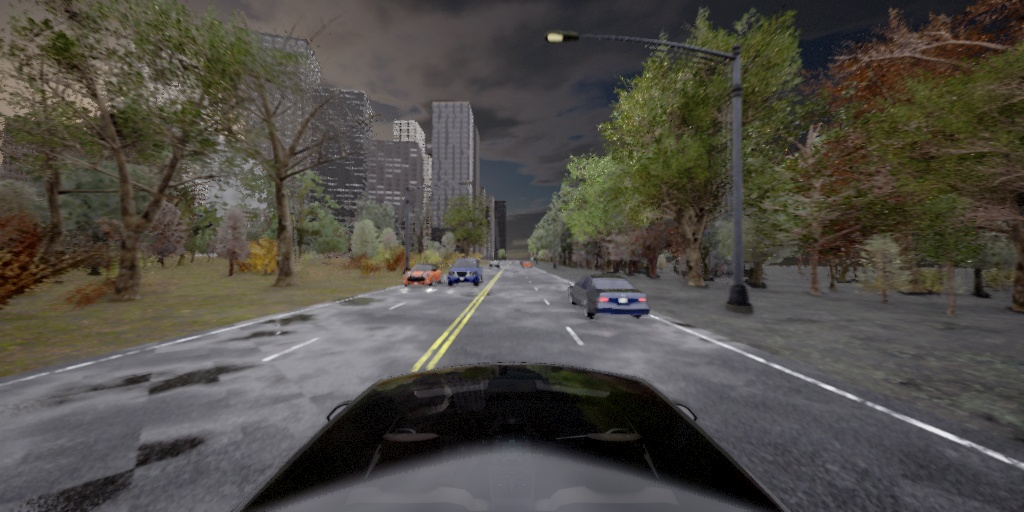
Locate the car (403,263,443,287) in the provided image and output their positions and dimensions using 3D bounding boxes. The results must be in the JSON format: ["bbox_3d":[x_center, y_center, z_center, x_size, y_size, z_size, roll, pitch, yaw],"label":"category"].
[{"bbox_3d":[-6.631,1.339,27.005,2.097,1.767,4.553,0,0,0],"label":"car"}]

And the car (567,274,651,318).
[{"bbox_3d":[3.352,1.374,13.352,2.033,1.411,5.357,1,0,0],"label":"car"}]

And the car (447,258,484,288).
[{"bbox_3d":[-3.385,1.199,26.910,2.150,2.045,5.566,0,0,0],"label":"car"}]
